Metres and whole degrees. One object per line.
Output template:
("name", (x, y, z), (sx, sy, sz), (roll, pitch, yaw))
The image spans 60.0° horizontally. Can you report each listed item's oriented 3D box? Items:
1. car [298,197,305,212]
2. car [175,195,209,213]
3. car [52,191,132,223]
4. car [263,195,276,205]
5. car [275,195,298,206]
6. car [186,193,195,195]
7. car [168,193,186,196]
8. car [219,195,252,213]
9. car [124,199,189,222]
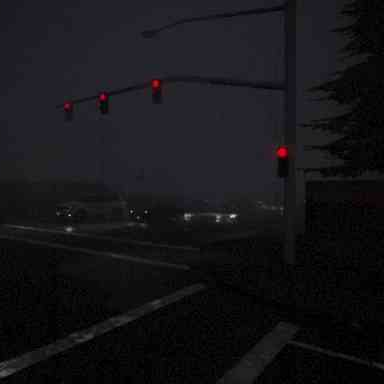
("car", (13.565, 1.129, 35.644), (2.150, 2.045, 5.566), (0, 0, 35))
("car", (0.094, 1.392, 35.053), (1.812, 1.442, 4.674), (0, 0, 35))
("car", (-7.359, 1.088, 24.461), (2.150, 2.045, 5.566), (0, 0, 35))
("car", (13.153, 1.217, 53.536), (2.097, 1.767, 4.553), (0, 0, 35))
("car", (14.774, 1.372, 49.787), (2.128, 1.511, 4.902), (0, 0, 36))
("car", (-0.885, 1.232, 71.437), (3.806, 1.475, 1.970), (0, 0, 35))
("car", (-4.081, 0.990, 66.865), (4.605, 1.855, 1.932), (0, 0, 35))
("car", (4.677, 1.357, 35.509), (1.882, 1.535, 5.008), (0, 0, 35))
("car", (-2.533, 1.481, 25.244), (1.895, 1.301, 4.718), (0, 0, 35))
